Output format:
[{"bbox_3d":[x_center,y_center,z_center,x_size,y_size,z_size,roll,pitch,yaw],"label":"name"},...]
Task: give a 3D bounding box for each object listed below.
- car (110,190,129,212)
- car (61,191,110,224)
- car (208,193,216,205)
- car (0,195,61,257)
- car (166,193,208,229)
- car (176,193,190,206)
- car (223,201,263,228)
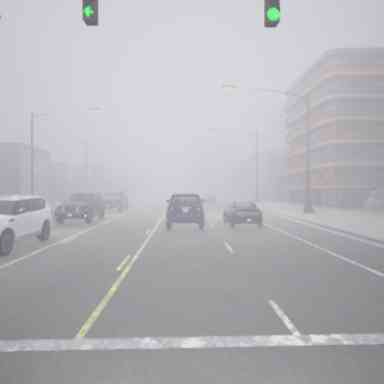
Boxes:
[{"bbox_3d":[-7.901,0.872,33.959,2.150,2.045,5.566,0,1,-1],"label":"car"},{"bbox_3d":[-7.690,1.035,23.508,2.150,2.045,5.566,0,1,-1],"label":"car"},{"bbox_3d":[2.311,0.934,46.198,2.128,1.511,4.902,0,1,-1],"label":"car"},{"bbox_3d":[-7.419,1.166,13.124,2.150,2.045,5.566,0,1,-1],"label":"car"},{"bbox_3d":[-0.423,1.065,20.502,2.150,2.045,5.566,0,1,-2],"label":"car"},{"bbox_3d":[-1.176,0.964,45.611,1.837,1.490,4.892,0,1,-1],"label":"car"},{"bbox_3d":[3.073,1.323,20.731,2.128,1.511,4.902,0,1,-2],"label":"car"}]
